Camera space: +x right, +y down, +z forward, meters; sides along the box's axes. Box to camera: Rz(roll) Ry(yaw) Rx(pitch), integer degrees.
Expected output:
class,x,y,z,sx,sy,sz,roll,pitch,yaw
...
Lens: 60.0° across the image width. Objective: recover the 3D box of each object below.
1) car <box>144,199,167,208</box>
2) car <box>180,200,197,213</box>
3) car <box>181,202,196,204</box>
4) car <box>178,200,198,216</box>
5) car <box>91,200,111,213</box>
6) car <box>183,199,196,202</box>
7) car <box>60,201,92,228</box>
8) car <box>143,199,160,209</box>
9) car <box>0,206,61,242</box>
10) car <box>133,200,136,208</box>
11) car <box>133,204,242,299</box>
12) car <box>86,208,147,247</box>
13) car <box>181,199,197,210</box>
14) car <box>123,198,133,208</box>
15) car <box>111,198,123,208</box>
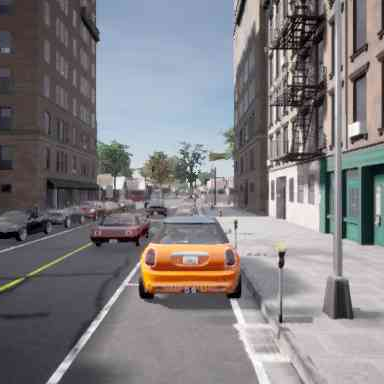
class,x,y,z,sx,sy,sz,roll,pitch,yaw
car,-3.020,1.524,30.021,1.837,1.490,4.892,0,0,0
car,-0.383,1.595,38.428,1.802,1.307,4.206,0,0,0
car,-0.383,1.583,21.873,1.802,1.307,4.206,0,0,0
car,-0.383,1.553,32.910,1.887,1.381,4.507,0,0,0
car,-8.408,1.445,27.388,1.967,1.590,4.097,0,0,0
car,-0.383,1.530,27.562,1.752,1.417,4.829,0,0,0
car,-8.408,1.552,21.869,2.008,1.369,4.403,0,0,0
car,-5.770,1.677,47.991,1.895,1.301,4.718,0,0,0
car,-8.408,1.566,16.351,1.947,1.339,4.313,0,0,0
car,-8.408,1.599,43.945,1.802,1.307,4.206,0,0,0
car,-0.033,1.352,8.620,2.097,1.767,4.553,0,0,0
car,-3.020,1.617,15.050,1.895,1.301,4.718,0,0,0
car,-0.383,1.583,43.946,1.947,1.339,4.313,0,0,0
car,-8.408,1.453,38.426,1.967,1.590,4.097,0,0,0
car,-8.408,1.534,32.737,1.752,1.417,4.829,0,0,0
